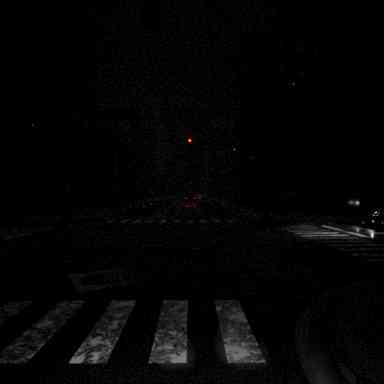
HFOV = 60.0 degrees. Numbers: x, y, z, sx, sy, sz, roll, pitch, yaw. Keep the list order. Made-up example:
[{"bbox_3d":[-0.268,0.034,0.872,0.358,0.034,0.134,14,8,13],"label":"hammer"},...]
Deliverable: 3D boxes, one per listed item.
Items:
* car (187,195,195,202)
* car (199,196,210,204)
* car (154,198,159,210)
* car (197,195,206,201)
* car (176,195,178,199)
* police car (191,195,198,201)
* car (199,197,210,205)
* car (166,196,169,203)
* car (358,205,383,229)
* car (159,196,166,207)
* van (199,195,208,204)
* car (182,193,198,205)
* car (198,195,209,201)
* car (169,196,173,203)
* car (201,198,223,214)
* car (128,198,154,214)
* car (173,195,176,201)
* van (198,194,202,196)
[{"bbox_3d":[-0.232,1.480,73.713,1.812,1.442,4.674,0,0,0],"label":"car"},{"bbox_3d":[2.364,1.641,47.199,1.802,1.307,4.206,0,0,0],"label":"car"},{"bbox_3d":[-5.669,1.490,41.700,1.967,1.590,4.097,0,0,0],"label":"car"},{"bbox_3d":[2.423,1.600,85.774,1.967,1.590,4.097,0,0,0],"label":"car"},{"bbox_3d":[-5.593,1.721,91.297,1.887,1.381,4.507,0,0,0],"label":"car"},{"bbox_3d":[0.618,1.599,90.257,1.930,1.638,5.238,0,0,0],"label":"police car"},{"bbox_3d":[2.389,1.647,63.730,2.008,1.369,4.403,0,0,0],"label":"car"},{"bbox_3d":[-5.644,1.634,58.232,2.008,1.369,4.403,0,0,0],"label":"car"},{"bbox_3d":[12.893,1.305,20.689,4.553,1.767,2.097,0,0,0],"label":"car"},{"bbox_3d":[-5.653,1.653,52.721,1.802,1.307,4.206,0,0,0],"label":"car"},{"bbox_3d":[2.397,1.453,69.241,1.690,1.788,3.998,0,0,0],"label":"van"},{"bbox_3d":[-0.248,1.318,63.358,2.150,2.045,5.566,0,0,0],"label":"car"},{"bbox_3d":[2.372,1.637,52.709,1.947,1.339,4.313,0,0,0],"label":"car"},{"bbox_3d":[-5.628,1.552,69.253,1.967,1.590,4.097,0,0,0],"label":"car"},{"bbox_3d":[2.347,1.606,36.176,1.947,1.339,4.313,0,0,0],"label":"car"},{"bbox_3d":[-5.678,1.480,36.189,1.967,1.590,4.097,0,0,0],"label":"car"},{"bbox_3d":[-5.611,1.695,80.275,2.008,1.369,4.403,0,0,0],"label":"car"},{"bbox_3d":[2.381,1.424,58.220,1.690,1.788,3.998,0,0,0],"label":"van"}]
